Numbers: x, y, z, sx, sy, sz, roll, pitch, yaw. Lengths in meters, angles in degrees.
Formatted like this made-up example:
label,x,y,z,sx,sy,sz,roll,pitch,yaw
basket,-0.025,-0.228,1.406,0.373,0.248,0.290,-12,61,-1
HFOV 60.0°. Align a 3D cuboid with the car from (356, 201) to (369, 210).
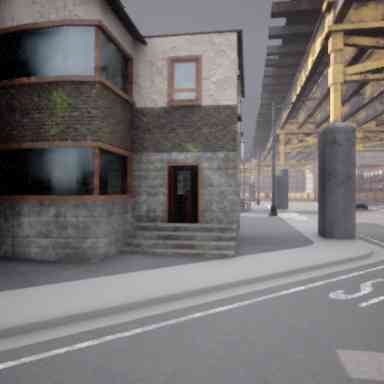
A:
label,x,y,z,sx,sy,sz,roll,pitch,yaw
car,23.107,1.845,46.901,1.895,1.301,4.718,0,0,10
